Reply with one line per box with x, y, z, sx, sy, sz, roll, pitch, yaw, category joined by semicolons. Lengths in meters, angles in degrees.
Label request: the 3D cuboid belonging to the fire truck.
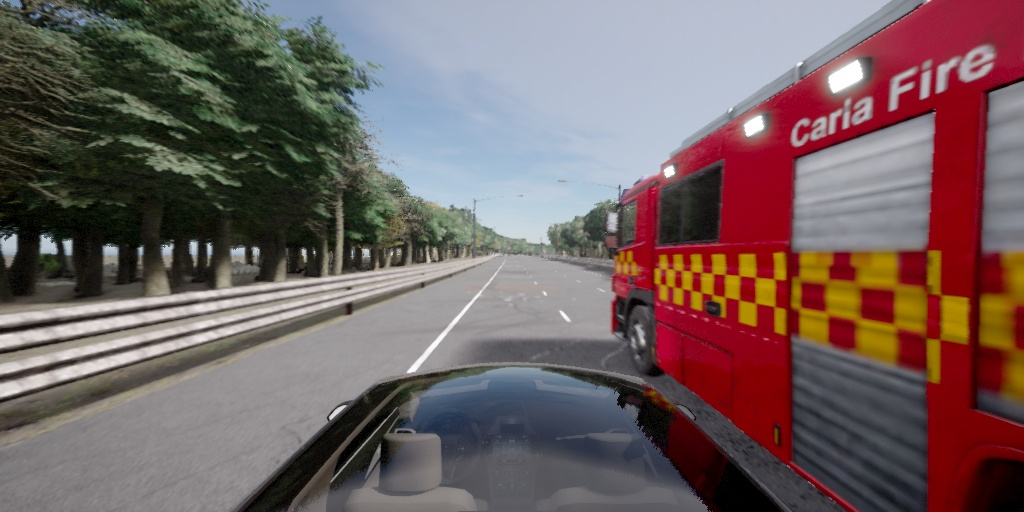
3.516;0.101;3.509;2.891;3.827;8.468;0;0;0;fire truck
